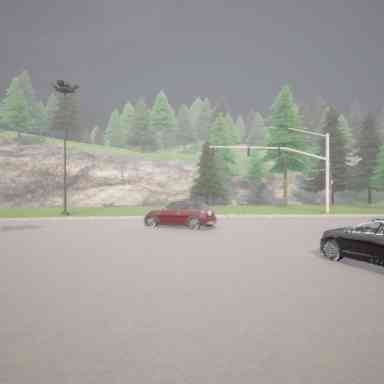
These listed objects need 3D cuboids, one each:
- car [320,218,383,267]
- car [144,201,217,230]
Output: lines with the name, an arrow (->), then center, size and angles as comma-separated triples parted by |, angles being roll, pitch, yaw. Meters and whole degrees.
car -> 5.771, 1.492, 9.537 | 2.128, 1.511, 4.902 | 0, 0, -17
car -> -0.811, 1.352, 21.019 | 4.553, 1.767, 2.097 | 0, 0, 28
